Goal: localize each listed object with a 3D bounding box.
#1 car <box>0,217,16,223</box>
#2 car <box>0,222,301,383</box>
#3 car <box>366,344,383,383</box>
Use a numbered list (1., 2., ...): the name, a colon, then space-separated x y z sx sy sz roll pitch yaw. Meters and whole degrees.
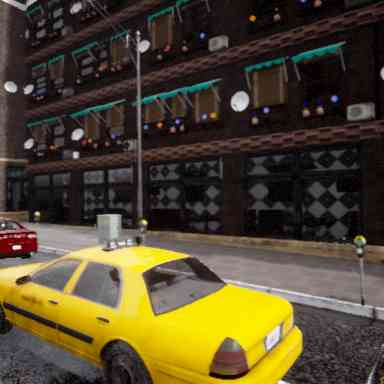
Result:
1. car: -6.955 1.484 11.106 4.507 1.381 1.887 0 -1 36
2. car: -1.263 1.439 4.866 5.366 1.575 1.801 0 0 36
3. car: 3.650 1.246 1.037 5.566 2.045 2.150 0 0 31
